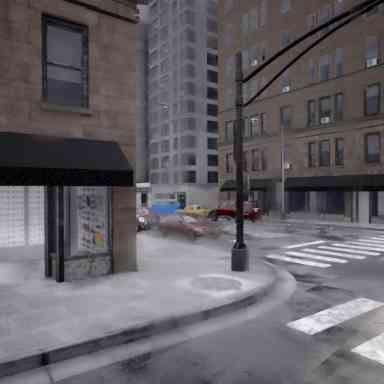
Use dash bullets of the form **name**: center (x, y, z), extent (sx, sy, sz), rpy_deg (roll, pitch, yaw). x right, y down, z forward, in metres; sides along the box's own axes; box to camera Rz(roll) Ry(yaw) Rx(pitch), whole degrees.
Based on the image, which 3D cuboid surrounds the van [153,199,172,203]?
- **van**: center (-2.973, 1.688, 36.009), extent (1.690, 1.788, 3.998), rpy_deg (-1, 0, -36)

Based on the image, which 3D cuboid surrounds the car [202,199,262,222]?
- **car**: center (3.456, 1.521, 27.073), extent (2.192, 1.841, 5.009), rpy_deg (-1, 0, -36)

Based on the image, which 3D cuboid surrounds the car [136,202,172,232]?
- **car**: center (-3.460, 1.705, 22.093), extent (1.967, 1.590, 4.097), rpy_deg (-1, 0, -36)

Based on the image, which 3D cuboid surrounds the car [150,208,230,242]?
- **car**: center (-0.242, 1.778, 17.626), extent (1.802, 1.307, 4.206), rpy_deg (-1, 0, -36)

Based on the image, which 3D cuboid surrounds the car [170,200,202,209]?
- **car**: center (0.147, 1.804, 31.679), extent (1.752, 1.417, 4.829), rpy_deg (-1, 0, -36)
